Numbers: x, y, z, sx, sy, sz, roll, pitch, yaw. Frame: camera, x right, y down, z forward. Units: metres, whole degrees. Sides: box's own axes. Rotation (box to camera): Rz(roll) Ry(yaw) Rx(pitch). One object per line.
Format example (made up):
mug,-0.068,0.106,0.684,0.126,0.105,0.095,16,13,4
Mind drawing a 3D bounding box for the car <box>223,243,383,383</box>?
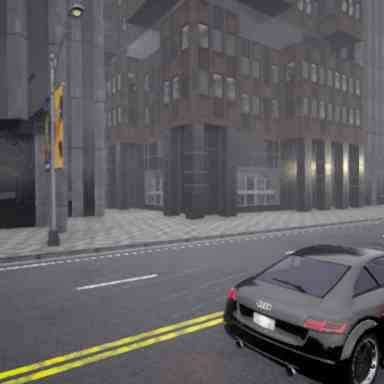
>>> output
car,2.511,1.534,5.224,4.181,1.385,1.994,0,0,-35
